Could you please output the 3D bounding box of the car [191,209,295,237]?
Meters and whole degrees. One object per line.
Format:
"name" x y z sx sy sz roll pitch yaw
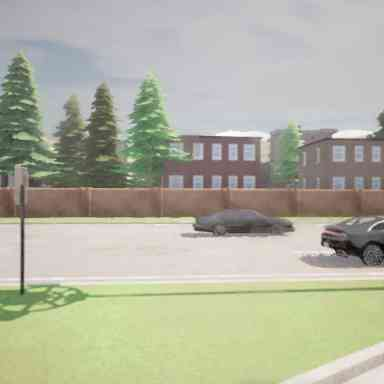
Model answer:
"car" 2.649 1.601 17.782 5.357 1.411 2.033 0 0 -5

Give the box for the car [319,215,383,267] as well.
"car" 6.817 1.545 11.116 4.902 1.511 2.128 0 0 -5
